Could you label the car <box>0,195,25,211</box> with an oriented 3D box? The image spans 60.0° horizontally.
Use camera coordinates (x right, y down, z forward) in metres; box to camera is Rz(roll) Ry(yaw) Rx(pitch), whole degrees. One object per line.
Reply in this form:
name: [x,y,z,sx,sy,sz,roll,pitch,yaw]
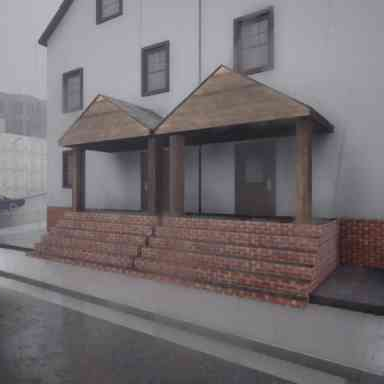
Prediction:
car: [-15.508,1.012,25.414,1.895,1.301,4.718,0,6,35]
